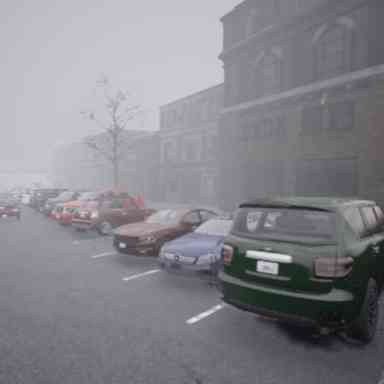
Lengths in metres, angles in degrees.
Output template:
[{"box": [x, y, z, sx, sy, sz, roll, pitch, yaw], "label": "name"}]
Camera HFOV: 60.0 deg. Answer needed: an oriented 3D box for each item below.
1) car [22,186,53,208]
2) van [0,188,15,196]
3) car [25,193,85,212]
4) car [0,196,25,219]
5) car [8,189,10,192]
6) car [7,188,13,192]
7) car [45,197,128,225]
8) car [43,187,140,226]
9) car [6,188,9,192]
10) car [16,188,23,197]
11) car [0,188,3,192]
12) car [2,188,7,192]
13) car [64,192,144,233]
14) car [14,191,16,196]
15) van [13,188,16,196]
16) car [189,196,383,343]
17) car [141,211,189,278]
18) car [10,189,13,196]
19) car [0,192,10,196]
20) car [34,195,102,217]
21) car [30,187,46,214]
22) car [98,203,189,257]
[{"box": [-11.529, 0.735, 29.656, 2.435, 2.045, 5.566, 1, 1, 38], "label": "car"}, {"box": [-46.473, -0.104, 82.384, 1.878, 1.987, 4.442, 1, 1, 33], "label": "van"}, {"box": [-13.121, 0.944, 32.190, 2.097, 1.535, 5.008, 1, 1, 38], "label": "car"}, {"box": [-13.416, 1.232, 23.772, 1.895, 1.301, 4.718, -1, 1, -31], "label": "car"}, {"box": [-24.245, 0.650, 50.082, 2.097, 1.535, 5.008, 1, 1, 37], "label": "car"}, {"box": [-25.882, 0.609, 52.618, 2.231, 1.521, 4.892, 1, 1, 37], "label": "car"}, {"box": [-6.814, 1.141, 21.942, 2.163, 1.488, 4.792, 1, 1, 38], "label": "car"}, {"box": [-5.229, 0.903, 19.379, 2.435, 2.045, 5.566, 1, 1, 38], "label": "car"}, {"box": [-27.523, 0.441, 55.151, 2.185, 1.767, 4.553, 1, 1, 37], "label": "car"}, {"box": [-14.691, 0.651, 34.765, 2.435, 2.045, 5.566, 1, 1, 38], "label": "car"}, {"box": [-34.166, 0.400, 65.247, 2.097, 1.535, 5.008, 1, 1, 36], "label": "car"}, {"box": [-30.814, 0.482, 60.225, 2.097, 1.535, 5.008, 0, 1, 36], "label": "car"}, {"box": [-3.665, 1.070, 16.826, 2.185, 1.767, 4.553, 1, 1, 38], "label": "car"}, {"box": [-19.442, 0.806, 42.441, 2.163, 1.488, 4.792, 1, 1, 38], "label": "car"}, {"box": [-21.118, 0.510, 44.875, 1.878, 1.987, 4.442, 1, 1, 38], "label": "van"}, {"box": [2.683, 1.101, 6.589, 2.435, 2.045, 5.566, 0, 1, 38], "label": "car"}, {"box": [1.093, 1.359, 9.139, 2.002, 1.452, 4.674, 1, 1, 38], "label": "car"}, {"box": [-22.539, 0.688, 47.678, 1.946, 1.575, 5.366, 1, 1, 38], "label": "car"}, {"box": [-22.644, 0.988, 38.684, 1.895, 1.301, 4.718, -1, 1, -32], "label": "car"}, {"box": [-9.977, 1.058, 27.054, 2.163, 1.488, 4.792, 1, 1, 38], "label": "car"}, {"box": [-8.391, 0.819, 24.494, 2.435, 2.045, 5.566, 1, 1, 38], "label": "car"}, {"box": [-0.485, 1.280, 11.719, 2.097, 1.535, 5.008, 1, 1, 38], "label": "car"}]
